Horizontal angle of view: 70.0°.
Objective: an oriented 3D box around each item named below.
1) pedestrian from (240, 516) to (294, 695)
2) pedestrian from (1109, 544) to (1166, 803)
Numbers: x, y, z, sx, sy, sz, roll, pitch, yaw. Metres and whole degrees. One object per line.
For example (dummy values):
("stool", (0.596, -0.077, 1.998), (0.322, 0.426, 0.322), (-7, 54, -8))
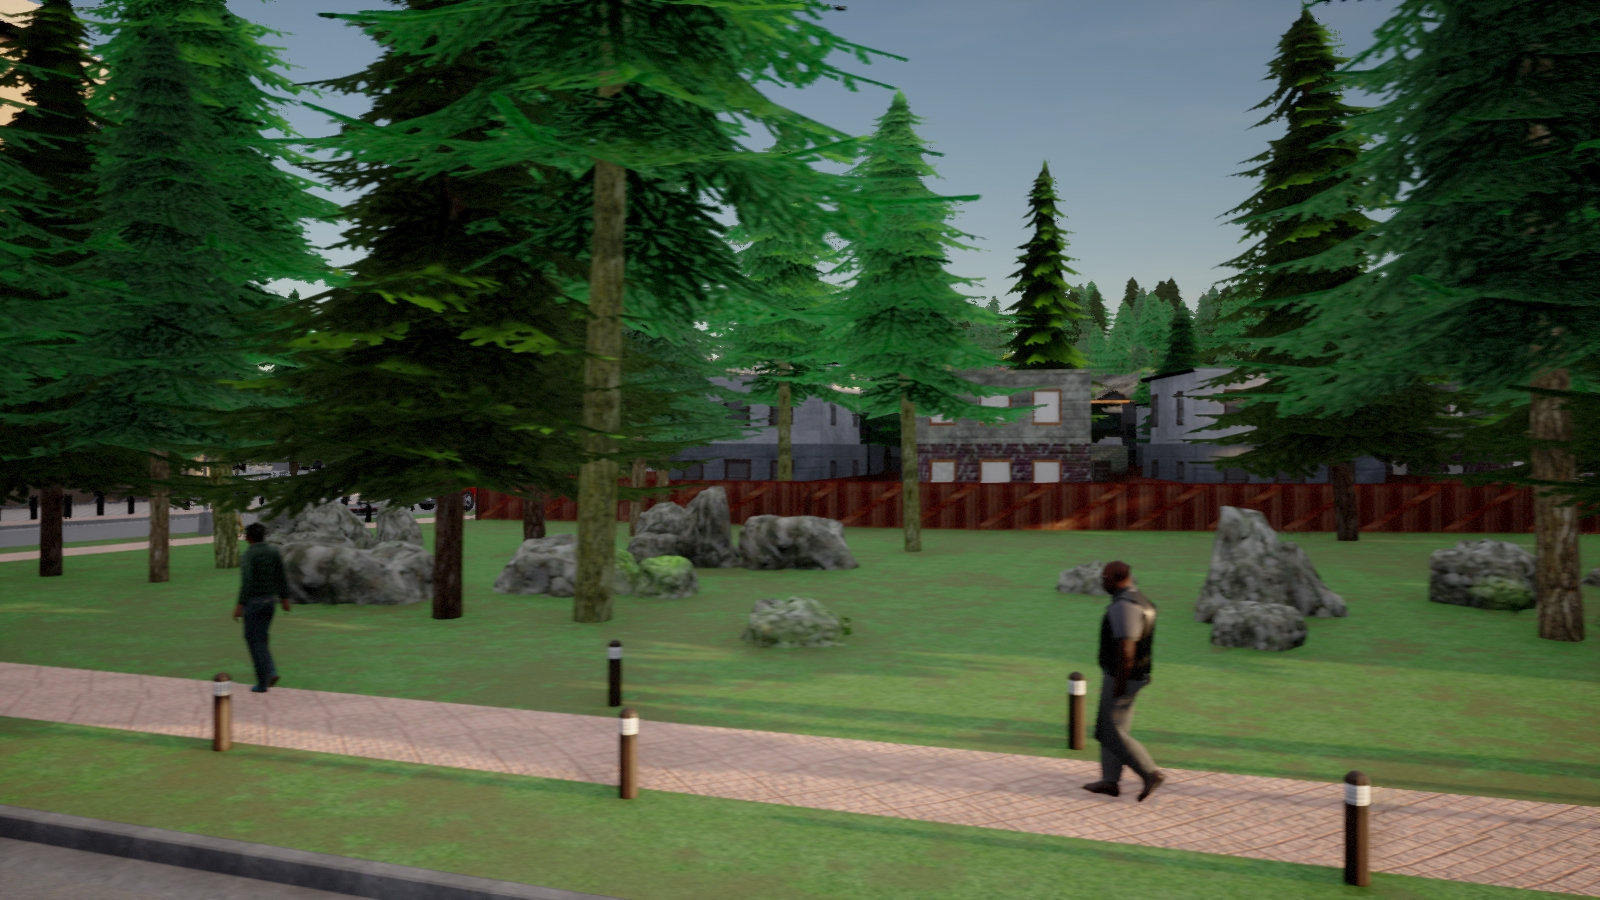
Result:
("pedestrian", (-5.746, 1.661, 12.319), (0.375, 1.860, 0.375), (0, 0, 28))
("pedestrian", (2.557, 1.662, 8.643), (0.375, 1.860, 0.375), (0, 0, 23))
